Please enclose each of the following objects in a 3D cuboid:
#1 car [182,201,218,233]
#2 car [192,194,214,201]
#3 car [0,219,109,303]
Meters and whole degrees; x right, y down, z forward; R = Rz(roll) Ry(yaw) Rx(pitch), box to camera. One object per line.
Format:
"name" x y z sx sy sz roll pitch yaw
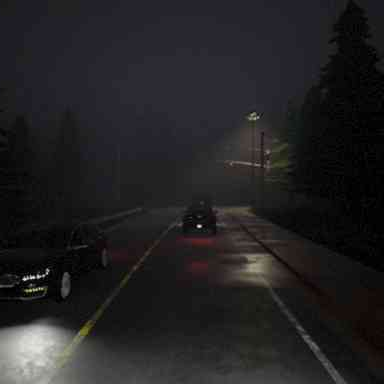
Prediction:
"car" 0.453 1.490 19.359 1.837 1.490 4.892 0 0 2
"car" 1.119 1.196 35.124 2.150 2.045 5.566 0 0 4
"car" -3.475 1.500 8.369 1.837 1.490 4.892 0 0 1
